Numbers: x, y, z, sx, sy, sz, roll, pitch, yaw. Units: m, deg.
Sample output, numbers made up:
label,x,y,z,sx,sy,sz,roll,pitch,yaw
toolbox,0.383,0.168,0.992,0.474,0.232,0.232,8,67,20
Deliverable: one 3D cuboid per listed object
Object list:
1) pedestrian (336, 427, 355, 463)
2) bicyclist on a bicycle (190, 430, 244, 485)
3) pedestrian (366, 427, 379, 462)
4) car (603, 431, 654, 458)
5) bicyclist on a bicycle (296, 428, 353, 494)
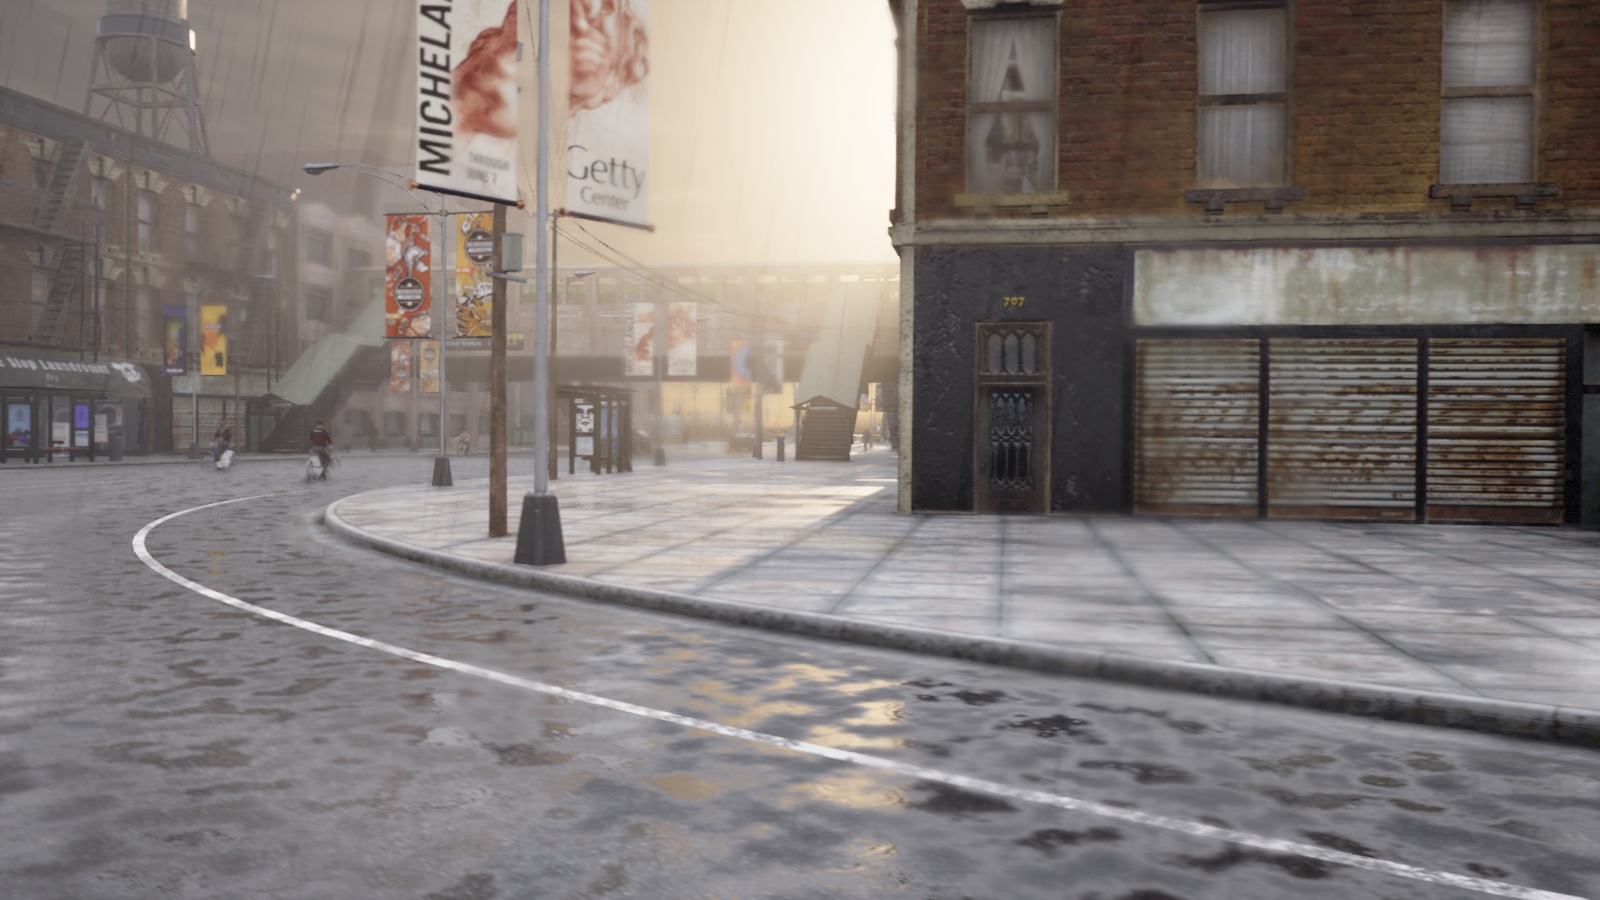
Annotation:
label,x,y,z,sx,sy,sz,roll,pitch,yaw
pedestrian,-24.523,-0.272,67.766,0.659,1.952,0.873,0,1,8
bicyclist on a bicycle,-19.160,0.236,41.296,0.659,1.776,1.843,0,1,10
pedestrian,-24.106,-0.315,70.856,0.395,1.930,0.692,0,1,9
car,-11.636,-0.407,85.533,2.097,1.767,4.553,0,1,10
bicyclist on a bicycle,-13.090,0.270,34.624,0.659,1.776,1.843,0,1,7
